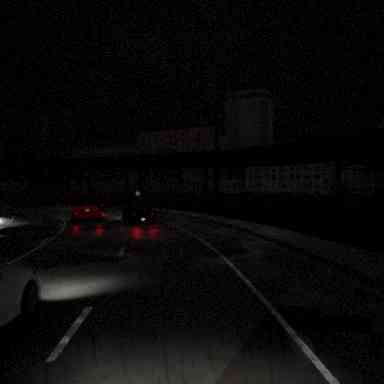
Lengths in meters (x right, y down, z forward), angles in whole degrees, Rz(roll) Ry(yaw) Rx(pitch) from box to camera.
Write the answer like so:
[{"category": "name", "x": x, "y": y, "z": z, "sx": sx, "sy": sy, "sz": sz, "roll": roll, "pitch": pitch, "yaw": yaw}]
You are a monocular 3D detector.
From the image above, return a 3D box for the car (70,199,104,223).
[{"category": "car", "x": -8.488, "y": 1.369, "z": 26.407, "sx": 2.097, "sy": 1.767, "sz": 4.553, "roll": -1, "pitch": 0, "yaw": -22}]

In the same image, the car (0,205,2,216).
[{"category": "car", "x": -19.792, "y": 1.636, "z": 32.316, "sx": 2.128, "sy": 1.511, "sz": 4.902, "roll": -1, "pitch": 0, "yaw": -35}]

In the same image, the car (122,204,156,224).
[{"category": "car", "x": -4.121, "y": 1.580, "z": 25.058, "sx": 1.895, "sy": 1.301, "sz": 4.718, "roll": -1, "pitch": 0, "yaw": -20}]

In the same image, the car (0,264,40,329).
[{"category": "car", "x": -3.671, "y": 1.532, "z": 4.294, "sx": 1.812, "sy": 1.442, "sz": 4.674, "roll": 0, "pitch": 0, "yaw": -2}]

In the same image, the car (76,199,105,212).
[{"category": "car", "x": -12.390, "y": 1.611, "z": 40.344, "sx": 1.895, "sy": 1.301, "sz": 4.718, "roll": -1, "pitch": 0, "yaw": -36}]
